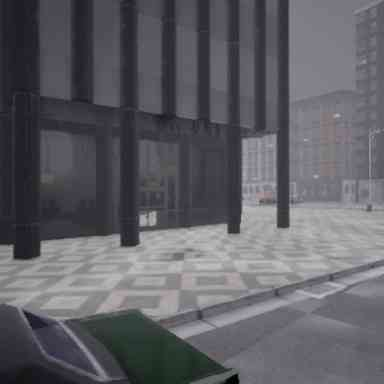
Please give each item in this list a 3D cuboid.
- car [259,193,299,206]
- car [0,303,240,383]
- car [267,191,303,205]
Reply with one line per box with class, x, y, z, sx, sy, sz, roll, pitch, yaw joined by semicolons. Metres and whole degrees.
car;11.180;1.195;43.718;1.895;1.301;4.718;0;0;-36
car;-2.019;1.609;1.937;4.718;1.301;1.895;-1;1;-36
car;12.856;0.807;46.963;2.150;2.045;5.566;0;0;-36
